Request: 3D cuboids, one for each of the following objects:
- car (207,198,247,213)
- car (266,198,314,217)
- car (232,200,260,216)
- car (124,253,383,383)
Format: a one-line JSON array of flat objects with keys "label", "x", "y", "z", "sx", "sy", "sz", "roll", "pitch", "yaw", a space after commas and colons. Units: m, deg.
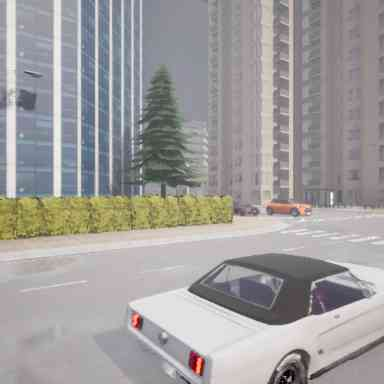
[{"label": "car", "x": 4.113, "y": 1.533, "z": 39.767, "sx": 1.882, "sy": 1.535, "sz": 5.008, "roll": 0, "pitch": 0, "yaw": -35}, {"label": "car", "x": 9.436, "y": 1.407, "z": 32.246, "sx": 2.097, "sy": 1.767, "sz": 4.553, "roll": 0, "pitch": 0, "yaw": -35}, {"label": "car", "x": 4.716, "y": 1.619, "z": 32.855, "sx": 1.994, "sy": 1.385, "sz": 4.181, "roll": 0, "pitch": 0, "yaw": -35}, {"label": "car", "x": 1.561, "y": 1.601, "z": 4.849, "sx": 4.718, "sy": 1.301, "sz": 1.895, "roll": 0, "pitch": 0, "yaw": -35}]
